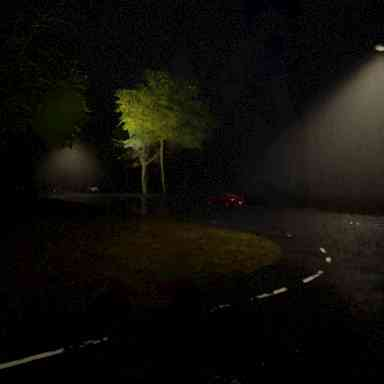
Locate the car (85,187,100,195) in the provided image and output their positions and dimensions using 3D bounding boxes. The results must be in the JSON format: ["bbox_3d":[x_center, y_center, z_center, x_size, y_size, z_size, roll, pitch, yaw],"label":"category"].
[{"bbox_3d":[-20.304,-0.267,67.475,2.128,1.511,4.902,-2,2,-35],"label":"car"}]

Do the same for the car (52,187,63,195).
[{"bbox_3d":[-27.876,-0.284,68.875,1.837,1.490,4.892,-1,2,-28],"label":"car"}]

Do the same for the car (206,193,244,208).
[{"bbox_3d":[3.354,0.815,34.219,1.812,1.442,4.674,-2,2,-35],"label":"car"}]
